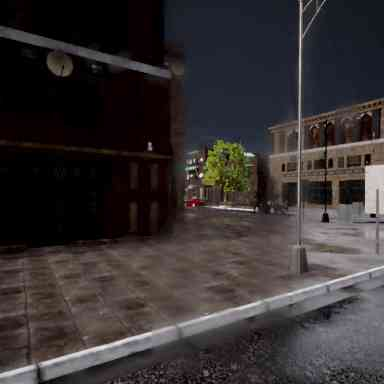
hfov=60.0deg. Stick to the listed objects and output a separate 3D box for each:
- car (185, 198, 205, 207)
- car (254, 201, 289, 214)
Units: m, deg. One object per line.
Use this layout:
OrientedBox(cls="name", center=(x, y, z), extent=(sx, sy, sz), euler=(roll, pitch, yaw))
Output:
OrientedBox(cls="car", center=(0.397, 1.621, 51.452), extent=(1.887, 1.381, 4.507), euler=(1, -1, -27))
OrientedBox(cls="car", center=(8.480, 1.624, 35.978), extent=(2.008, 1.369, 4.403), euler=(1, -1, -27))
